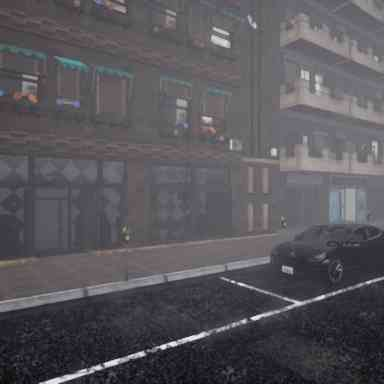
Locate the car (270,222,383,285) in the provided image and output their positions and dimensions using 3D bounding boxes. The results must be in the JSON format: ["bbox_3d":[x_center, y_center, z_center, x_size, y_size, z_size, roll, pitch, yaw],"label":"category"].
[{"bbox_3d":[4.150,1.565,9.542,4.313,1.339,1.947,0,0,-36],"label":"car"}]
